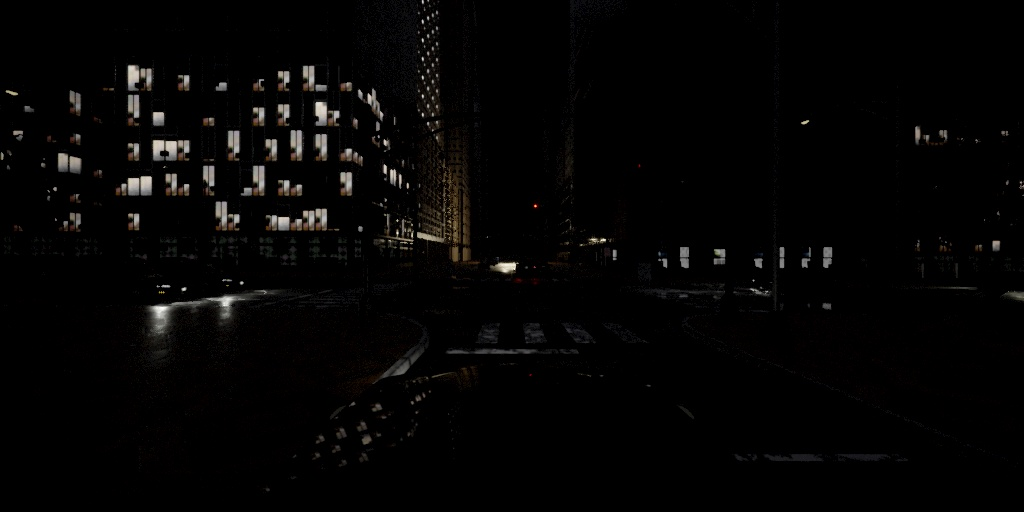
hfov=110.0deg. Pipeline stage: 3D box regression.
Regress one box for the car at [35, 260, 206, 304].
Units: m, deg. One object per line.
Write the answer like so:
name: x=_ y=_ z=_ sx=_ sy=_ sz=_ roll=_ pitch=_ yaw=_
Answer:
car: x=-15.435 y=0.994 z=14.108 sx=4.892 sy=1.490 sz=1.837 roll=2 pitch=0 yaw=-3

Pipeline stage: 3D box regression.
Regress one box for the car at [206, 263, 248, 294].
car: x=-15.582 y=0.991 z=17.355 sx=4.892 sy=1.490 sz=1.837 roll=2 pitch=0 yaw=-3

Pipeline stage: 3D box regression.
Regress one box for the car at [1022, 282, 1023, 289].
car: x=41.269 y=1.992 z=26.691 sx=5.008 sy=1.535 sz=1.882 roll=1 pitch=0 yaw=-2

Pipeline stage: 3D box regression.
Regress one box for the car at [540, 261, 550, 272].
car: x=3.915 y=1.329 z=46.680 sx=1.948 sy=1.339 sz=4.313 roll=0 pitch=0 yaw=0

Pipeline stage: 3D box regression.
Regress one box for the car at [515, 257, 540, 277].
car: x=1.408 y=1.119 z=36.670 sx=2.097 sy=1.767 sz=4.553 roll=0 pitch=0 yaw=0

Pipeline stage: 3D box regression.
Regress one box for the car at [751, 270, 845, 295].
car: x=17.674 y=1.694 z=22.360 sx=4.718 sy=1.301 sz=1.895 roll=1 pitch=0 yaw=-3

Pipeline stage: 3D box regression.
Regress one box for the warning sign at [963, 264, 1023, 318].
warning sign: x=17.272 y=1.204 z=12.881 sx=1.060 sy=1.860 sz=1.300 roll=0 pitch=0 yaw=-3

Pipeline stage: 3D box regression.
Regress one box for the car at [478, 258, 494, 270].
car: x=-4.039 y=1.342 z=52.171 sx=1.802 sy=1.307 sz=4.207 roll=0 pitch=0 yaw=0
